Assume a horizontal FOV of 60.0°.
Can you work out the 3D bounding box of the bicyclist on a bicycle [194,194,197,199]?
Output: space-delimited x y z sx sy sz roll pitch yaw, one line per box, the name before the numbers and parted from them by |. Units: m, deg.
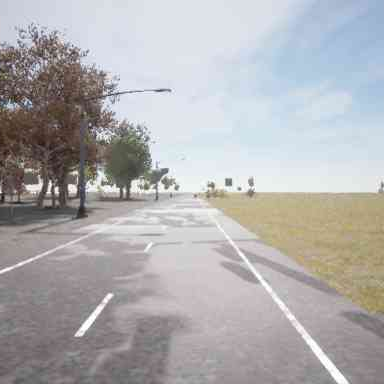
bicyclist on a bicycle | 0.987 1.406 95.478 0.659 1.776 1.843 2 1 0
